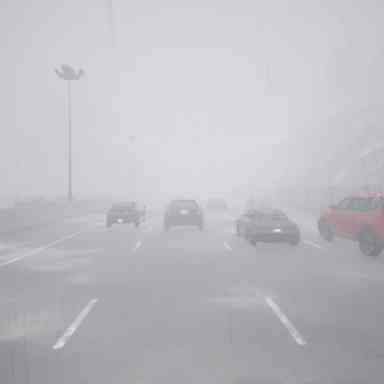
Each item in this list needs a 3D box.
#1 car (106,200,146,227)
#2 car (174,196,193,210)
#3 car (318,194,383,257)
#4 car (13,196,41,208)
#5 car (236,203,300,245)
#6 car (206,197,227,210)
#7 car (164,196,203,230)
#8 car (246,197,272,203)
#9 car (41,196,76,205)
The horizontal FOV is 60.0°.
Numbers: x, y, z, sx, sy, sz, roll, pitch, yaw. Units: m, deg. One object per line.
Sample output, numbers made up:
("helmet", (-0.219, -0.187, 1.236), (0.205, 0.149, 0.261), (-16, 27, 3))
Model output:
("car", (-4.018, 1.277, 20.723), (1.837, 1.490, 4.892), (0, 1, -2))
("car", (-1.005, 1.149, 37.468), (1.994, 1.385, 4.181), (0, 1, -2))
("car", (6.726, 1.078, 12.420), (2.150, 2.045, 5.566), (0, 1, -2))
("car", (-18.733, 1.126, 38.965), (2.033, 1.411, 5.357), (0, 1, -1))
("car", (3.162, 1.400, 14.534), (1.994, 1.385, 4.181), (0, 1, -2))
("car", (2.556, 1.206, 35.442), (1.895, 1.301, 4.718), (0, 1, -2))
("car", (-0.487, 1.134, 19.662), (2.097, 1.767, 4.553), (0, 1, -2))
("car", (6.187, 1.200, 30.993), (2.033, 1.411, 5.357), (0, 1, -2))
("car", (-15.234, 1.123, 39.064), (2.033, 1.411, 5.357), (0, 1, -1))
